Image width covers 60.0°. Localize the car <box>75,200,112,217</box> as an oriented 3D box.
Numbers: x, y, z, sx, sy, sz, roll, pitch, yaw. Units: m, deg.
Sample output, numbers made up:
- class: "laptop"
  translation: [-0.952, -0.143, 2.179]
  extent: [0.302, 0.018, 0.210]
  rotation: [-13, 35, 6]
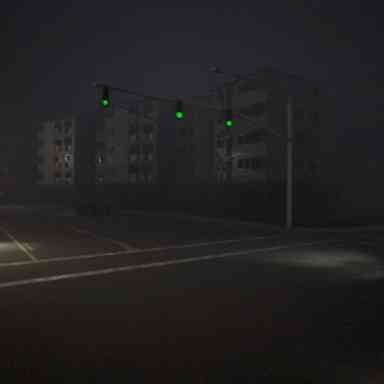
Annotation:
- class: "car"
  translation: [-9.529, 1.513, 31.895]
  extent: [1.882, 1.535, 5.008]
  rotation: [1, 0, -42]
